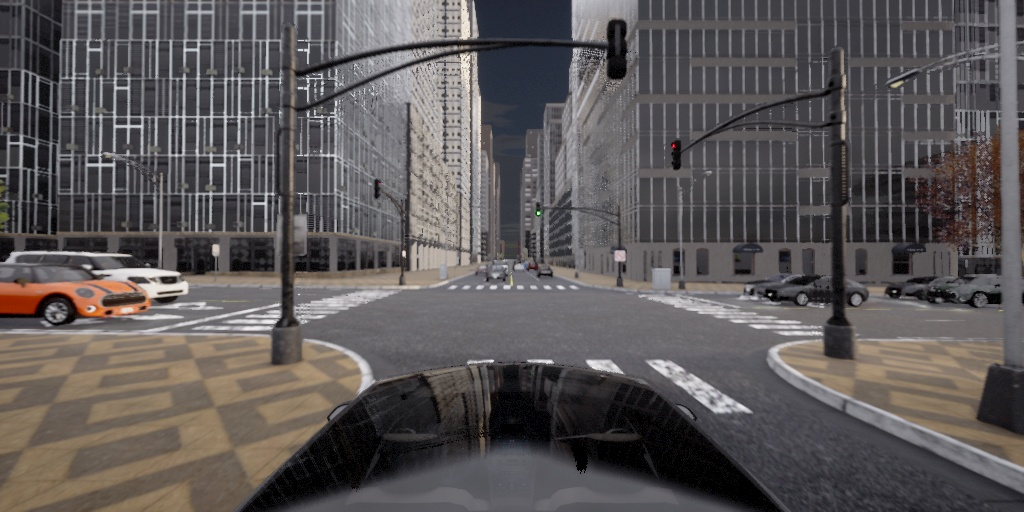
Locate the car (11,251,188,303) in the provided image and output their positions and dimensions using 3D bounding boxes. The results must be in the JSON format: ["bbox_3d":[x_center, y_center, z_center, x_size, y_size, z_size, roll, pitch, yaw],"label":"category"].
[{"bbox_3d":[-15.945,0.860,13.796,5.566,2.045,2.150,1,-1,-3],"label":"car"}]

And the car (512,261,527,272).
[{"bbox_3d":[1.286,2.086,64.214,1.812,1.442,4.674,0,-1,0],"label":"car"}]

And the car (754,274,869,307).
[{"bbox_3d":[15.786,1.786,18.738,4.892,1.490,1.837,1,-1,-4],"label":"car"}]

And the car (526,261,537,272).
[{"bbox_3d":[3.747,1.887,65.232,2.192,1.841,5.009,0,0,0],"label":"car"}]

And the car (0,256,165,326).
[{"bbox_3d":[-13.741,0.991,10.643,4.553,1.767,2.097,1,-1,-3],"label":"car"}]

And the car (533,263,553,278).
[{"bbox_3d":[3.902,1.866,43.125,1.948,1.339,4.313,0,0,0],"label":"car"}]

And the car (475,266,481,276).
[{"bbox_3d":[-4.054,1.951,48.613,1.802,1.307,4.207,0,0,0],"label":"car"}]

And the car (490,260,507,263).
[{"bbox_3d":[-1.572,1.553,45.578,2.150,2.045,5.566,0,-1,0],"label":"car"}]

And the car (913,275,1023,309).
[{"bbox_3d":[24.956,1.804,19.155,4.553,1.767,2.097,1,-1,-3],"label":"car"}]

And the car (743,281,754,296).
[{"bbox_3d":[16.871,1.834,22.032,4.902,1.511,2.128,1,-1,-3],"label":"car"}]

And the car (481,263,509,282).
[{"bbox_3d":[-1.523,1.689,34.926,2.128,1.511,4.902,0,-1,0],"label":"car"}]

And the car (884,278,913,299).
[{"bbox_3d":[26.255,2.022,22.467,4.892,1.490,1.837,1,-1,-3],"label":"car"}]
